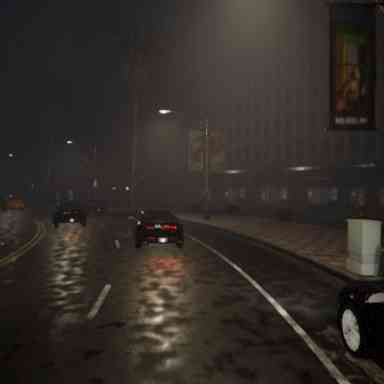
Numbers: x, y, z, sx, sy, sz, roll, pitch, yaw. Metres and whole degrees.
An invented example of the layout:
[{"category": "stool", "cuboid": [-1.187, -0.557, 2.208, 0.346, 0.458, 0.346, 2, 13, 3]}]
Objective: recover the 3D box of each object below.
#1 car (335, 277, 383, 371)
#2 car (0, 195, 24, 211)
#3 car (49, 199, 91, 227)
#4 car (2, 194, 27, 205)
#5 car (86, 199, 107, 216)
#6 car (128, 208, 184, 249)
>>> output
[{"category": "car", "cuboid": [3.064, 1.503, 3.083, 1.837, 1.490, 4.892, 0, 0, 0]}, {"category": "car", "cuboid": [-20.246, 1.288, 36.836, 1.882, 1.535, 5.008, 0, 0, -45]}, {"category": "car", "cuboid": [-8.199, 1.404, 21.909, 1.837, 1.490, 4.892, 1, 0, -26]}, {"category": "car", "cuboid": [-29.285, 1.202, 54.756, 4.892, 1.521, 2.231, 0, 0, 44]}, {"category": "car", "cuboid": [-9.386, 1.345, 30.152, 1.882, 1.535, 5.008, 0, 0, -37]}, {"category": "car", "cuboid": [-1.613, 1.452, 14.321, 1.837, 1.490, 4.892, 1, 0, -13]}]
